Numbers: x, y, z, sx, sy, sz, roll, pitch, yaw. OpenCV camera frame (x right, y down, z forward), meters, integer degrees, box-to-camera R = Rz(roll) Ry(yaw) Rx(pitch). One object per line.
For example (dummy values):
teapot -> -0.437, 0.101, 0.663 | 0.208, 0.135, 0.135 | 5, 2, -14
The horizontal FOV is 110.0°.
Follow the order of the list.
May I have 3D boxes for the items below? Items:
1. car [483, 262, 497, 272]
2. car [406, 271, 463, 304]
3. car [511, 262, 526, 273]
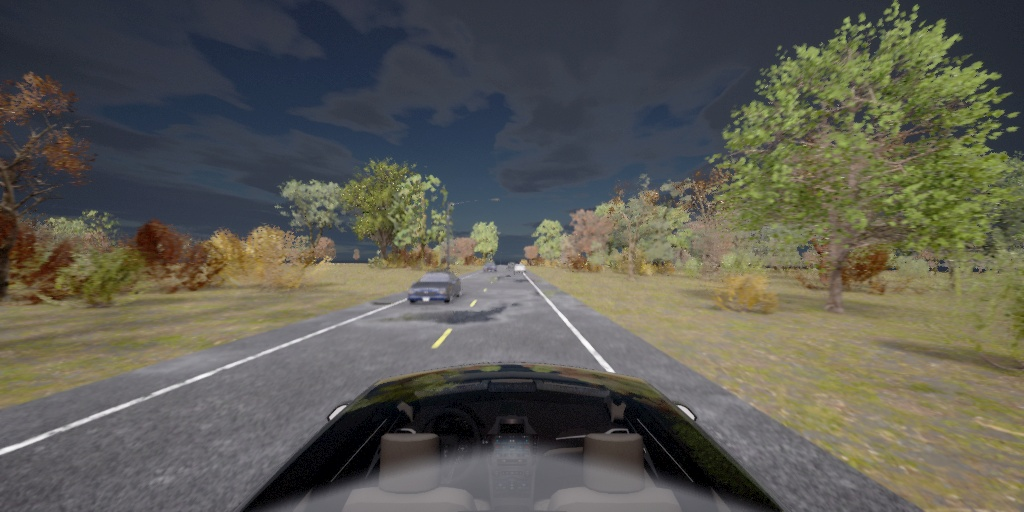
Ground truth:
car -> -3.545, 1.779, 59.003 | 2.097, 1.767, 4.553 | 0, -1, 1
car -> -3.604, 1.464, 17.689 | 2.033, 1.411, 5.357 | 0, -1, 0
car -> 1.213, 1.911, 55.788 | 1.812, 1.442, 4.674 | 0, -1, 0
